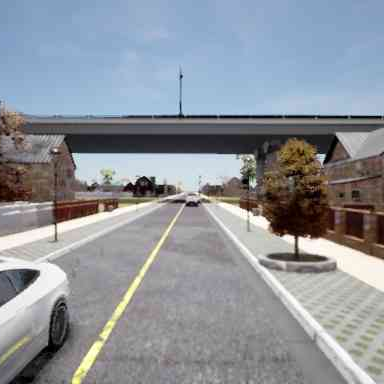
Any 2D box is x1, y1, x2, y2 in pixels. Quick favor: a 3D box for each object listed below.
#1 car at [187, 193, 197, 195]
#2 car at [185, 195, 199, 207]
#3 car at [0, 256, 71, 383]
[{"bbox_3d":[-0.006,1.137,60.857,2.150,2.045,5.566,0,0,0],"label":"car"},{"bbox_3d":[-0.004,1.533,50.631,1.895,1.301,4.718,0,0,0],"label":"car"},{"bbox_3d":[-2.802,1.523,3.495,1.812,1.442,4.674,0,0,1],"label":"car"}]
